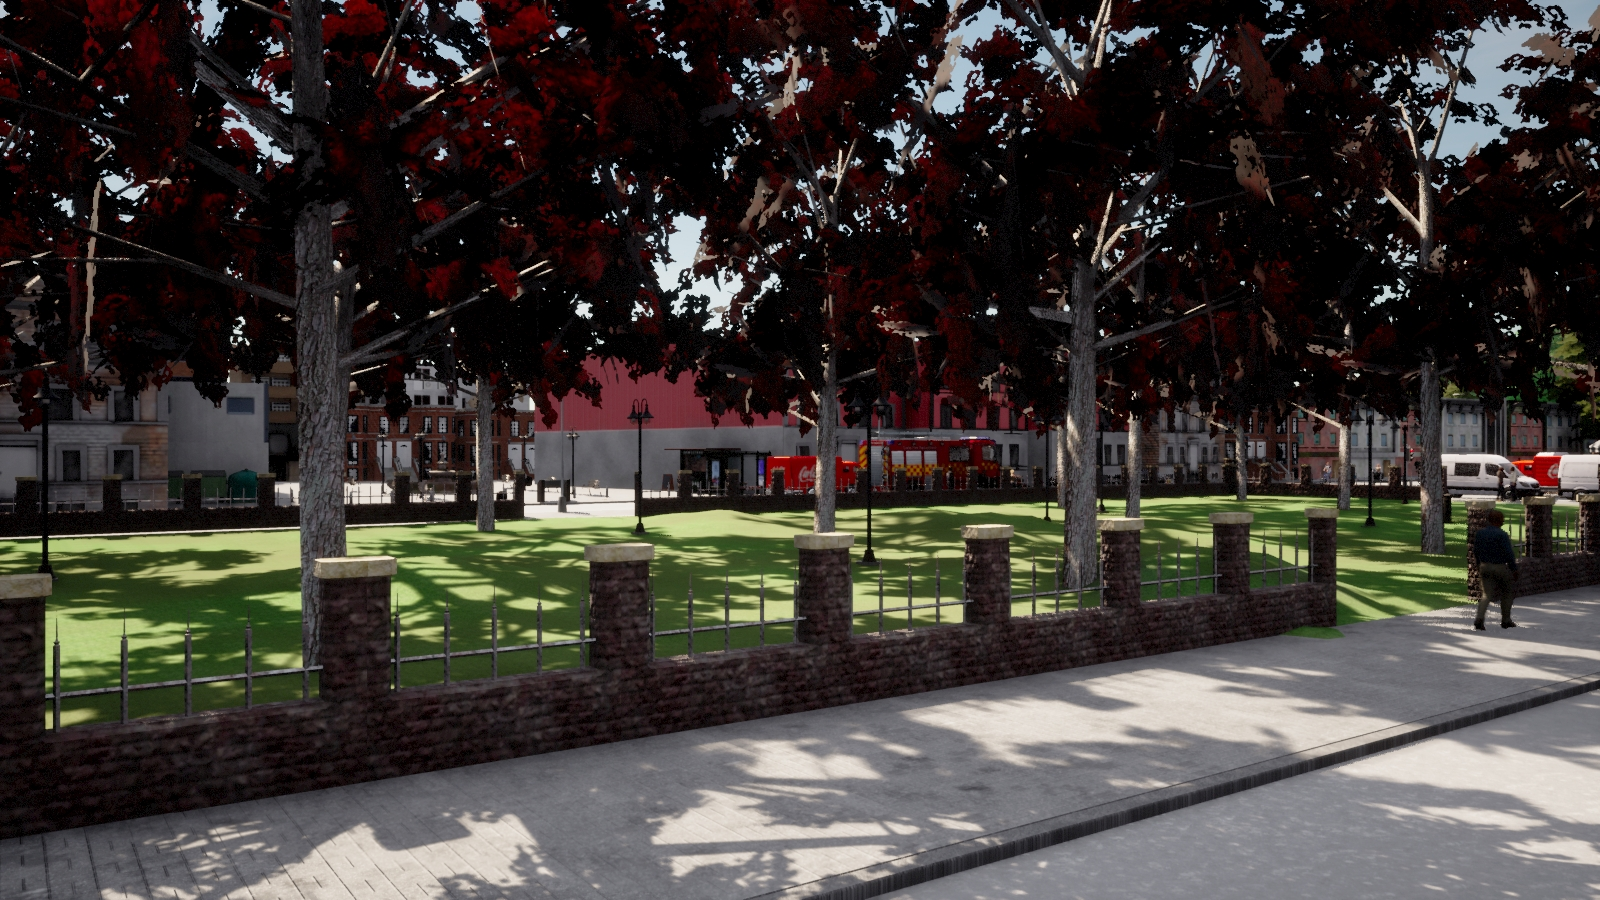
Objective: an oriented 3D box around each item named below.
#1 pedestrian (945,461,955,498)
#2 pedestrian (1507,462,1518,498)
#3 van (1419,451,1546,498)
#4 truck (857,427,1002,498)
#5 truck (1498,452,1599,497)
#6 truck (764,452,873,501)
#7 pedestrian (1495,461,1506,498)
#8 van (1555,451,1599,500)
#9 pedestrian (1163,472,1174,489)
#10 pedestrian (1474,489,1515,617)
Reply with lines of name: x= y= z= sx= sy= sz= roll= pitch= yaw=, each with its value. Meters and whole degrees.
pedestrian: x=7.794 y=1.524 z=59.255 sx=0.375 sy=1.860 sz=0.375 roll=0 pitch=0 yaw=-17
pedestrian: x=36.606 y=1.525 z=58.660 sx=0.375 sy=1.860 sz=0.375 roll=0 pitch=0 yaw=13
van: x=38.735 y=1.314 z=65.046 sx=1.988 sy=2.561 sz=5.915 roll=0 pitch=0 yaw=-34
truck: x=7.473 y=0.671 z=65.186 sx=8.468 sy=3.827 sz=2.891 roll=0 pitch=0 yaw=-35
truck: x=43.313 y=1.345 z=65.355 sx=2.627 sy=2.467 sz=5.204 roll=0 pitch=0 yaw=-35
truck: x=0.982 y=1.348 z=60.339 sx=5.204 sy=2.467 sz=2.627 roll=0 pitch=0 yaw=-35
pedestrian: x=36.322 y=1.523 z=59.221 sx=0.375 sy=1.860 sz=0.375 roll=0 pitch=0 yaw=-36
van: x=42.801 y=1.314 z=59.145 sx=1.988 sy=2.561 sz=5.915 roll=0 pitch=0 yaw=-34
pedestrian: x=24.000 y=2.009 z=74.428 sx=0.500 sy=1.100 sz=0.500 roll=0 pitch=0 yaw=-37
pedestrian: x=10.333 y=1.525 z=17.003 sx=0.375 sy=1.860 sz=0.375 roll=0 pitch=0 yaw=-25
